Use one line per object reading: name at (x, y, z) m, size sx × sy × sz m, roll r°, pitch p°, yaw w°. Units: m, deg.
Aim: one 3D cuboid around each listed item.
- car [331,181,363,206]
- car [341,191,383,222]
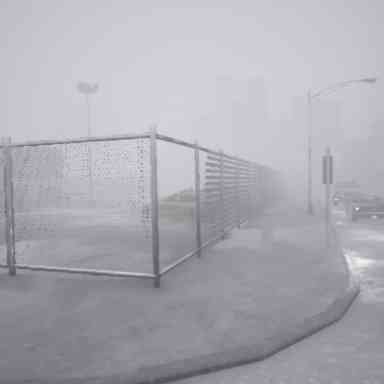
car at (13.071, 0.066, 28.203) m, size 2.150 × 2.045 × 5.566 m, roll -1°, pitch 2°, yaw 21°
car at (9.539, 0.826, 18.187) m, size 1.895 × 1.301 × 4.718 m, roll -1°, pitch 2°, yaw 19°
